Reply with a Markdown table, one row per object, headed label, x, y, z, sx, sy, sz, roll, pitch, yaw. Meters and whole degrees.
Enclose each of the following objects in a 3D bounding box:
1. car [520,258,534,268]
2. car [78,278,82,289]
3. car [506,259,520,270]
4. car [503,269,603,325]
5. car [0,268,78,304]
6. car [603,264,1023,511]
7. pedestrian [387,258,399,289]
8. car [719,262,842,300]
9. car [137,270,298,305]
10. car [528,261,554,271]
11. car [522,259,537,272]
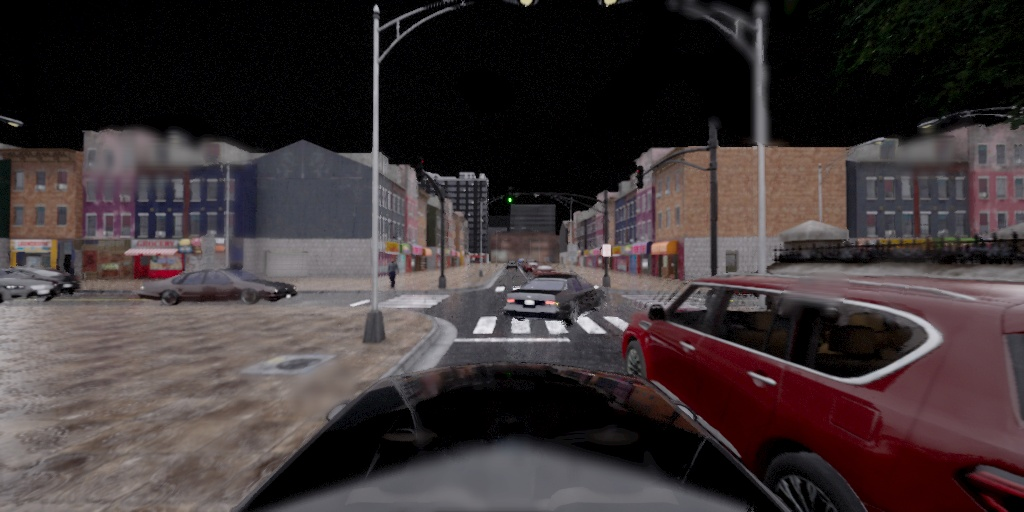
| label | x | y | z | sx | sy | sz | roll | pitch | yaw |
| --- | --- | --- | --- | --- | --- | --- | --- | --- | --- |
| car | 2.635 | 1.244 | 51.566 | 2.192 | 1.841 | 5.009 | 0 | 0 | 0 |
| car | -24.440 | 1.301 | 17.876 | 4.674 | 1.442 | 1.812 | 0 | -1 | 0 |
| car | -0.001 | 1.476 | 59.962 | 1.837 | 1.490 | 4.892 | 0 | 0 | 0 |
| car | 1.643 | 1.319 | 12.067 | 2.033 | 1.411 | 5.357 | 0 | 0 | 27 |
| car | -21.931 | 1.228 | 14.926 | 4.902 | 1.511 | 2.128 | 0 | -1 | 0 |
| car | 2.638 | 1.069 | 3.388 | 2.192 | 1.841 | 5.009 | 0 | 0 | 0 |
| pedestrian | -6.919 | 0.980 | 20.841 | 0.375 | 1.860 | 0.375 | 0 | -1 | 0 |
| car | 13.299 | 1.187 | 18.001 | 4.553 | 1.767 | 2.097 | 0 | -1 | 0 |
| car | -12.049 | 1.297 | 14.933 | 5.357 | 1.411 | 2.033 | 0 | -1 | -4 |
| car | 2.636 | 1.381 | 29.817 | 1.888 | 1.381 | 4.507 | 0 | 0 | 0 |
| car | 2.635 | 1.449 | 46.128 | 1.888 | 1.381 | 4.507 | 0 | 0 | 0 |
